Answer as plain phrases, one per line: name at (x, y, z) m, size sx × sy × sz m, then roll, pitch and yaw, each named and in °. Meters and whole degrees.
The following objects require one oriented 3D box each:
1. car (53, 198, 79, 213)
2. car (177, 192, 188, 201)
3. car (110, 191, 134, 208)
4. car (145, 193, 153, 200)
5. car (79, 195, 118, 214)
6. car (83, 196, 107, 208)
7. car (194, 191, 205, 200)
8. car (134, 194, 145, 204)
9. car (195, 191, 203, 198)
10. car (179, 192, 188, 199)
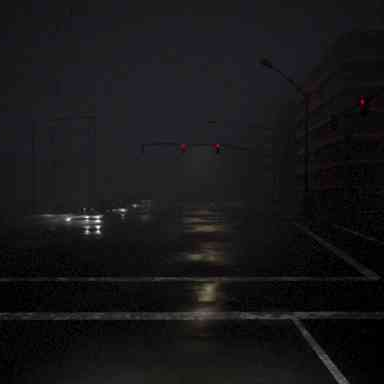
car at (-13.000, 1.346, 35.436) m, size 1.882 × 1.535 × 5.008 m, roll 0°, pitch 1°, yaw 1°
car at (-1.921, 0.917, 65.246) m, size 2.033 × 1.411 × 5.357 m, roll 0°, pitch 1°, yaw 1°
car at (-9.394, 1.106, 43.410) m, size 2.097 × 1.767 × 4.553 m, roll 0°, pitch 1°, yaw 1°
car at (-8.986, 0.884, 67.883) m, size 2.033 × 1.411 × 5.357 m, roll 0°, pitch 1°, yaw 1°
car at (-9.512, 1.369, 34.369) m, size 2.128 × 1.511 × 4.902 m, roll 0°, pitch 1°, yaw 1°
car at (-12.887, 1.302, 44.426) m, size 1.994 × 1.385 × 4.181 m, roll 0°, pitch 1°, yaw 0°
car at (1.489, 0.711, 65.761) m, size 2.097 × 1.767 × 4.553 m, roll 0°, pitch 1°, yaw 1°
car at (-9.270, 1.132, 53.055) m, size 2.033 × 1.411 × 5.357 m, roll 0°, pitch 1°, yaw 1°
car at (1.616, 0.609, 75.807) m, size 1.837 × 1.490 × 4.892 m, roll 0°, pitch 1°, yaw 1°
car at (-1.882, 0.742, 75.897) m, size 2.033 × 1.411 × 5.357 m, roll 0°, pitch 1°, yaw 1°
